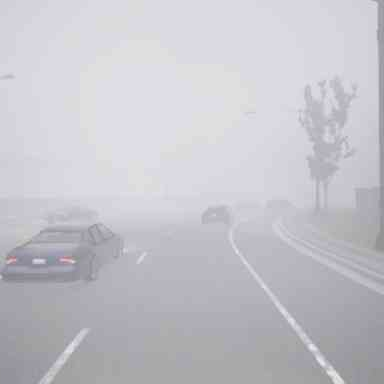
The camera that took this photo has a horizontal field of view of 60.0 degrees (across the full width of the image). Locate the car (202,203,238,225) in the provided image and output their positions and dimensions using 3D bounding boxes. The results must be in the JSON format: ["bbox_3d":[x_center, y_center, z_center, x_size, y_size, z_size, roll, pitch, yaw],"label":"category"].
[{"bbox_3d":[2.080,1.658,25.494,1.994,1.385,4.181,-1,0,15],"label":"car"}]

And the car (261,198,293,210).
[{"bbox_3d":[11.502,1.547,43.504,1.882,1.535,5.008,-3,-2,42],"label":"car"}]

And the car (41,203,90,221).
[{"bbox_3d":[-11.344,1.766,30.163,1.994,1.385,4.181,-1,-1,17],"label":"car"}]

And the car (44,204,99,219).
[{"bbox_3d":[-9.124,1.757,25.615,1.895,1.301,4.718,0,0,13],"label":"car"}]

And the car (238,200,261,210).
[{"bbox_3d":[7.631,1.701,44.734,1.994,1.385,4.181,-2,-1,41],"label":"car"}]

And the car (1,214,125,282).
[{"bbox_3d":[-3.396,1.606,9.907,2.033,1.411,5.357,0,0,0],"label":"car"}]
